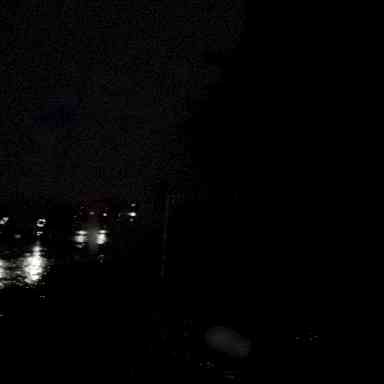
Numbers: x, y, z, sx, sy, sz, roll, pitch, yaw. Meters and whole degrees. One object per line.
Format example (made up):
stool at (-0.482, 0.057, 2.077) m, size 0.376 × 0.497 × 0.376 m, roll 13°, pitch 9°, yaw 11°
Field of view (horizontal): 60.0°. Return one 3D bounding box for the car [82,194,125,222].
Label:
car at (-7.424, 1.241, 27.364) m, size 2.150 × 2.045 × 5.566 m, roll 3°, pitch -1°, yaw -1°

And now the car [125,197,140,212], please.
car at (-7.561, 1.418, 40.111) m, size 2.097 × 1.767 × 4.553 m, roll 3°, pitch 0°, yaw 0°

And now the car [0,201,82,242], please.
car at (-7.290, 1.288, 16.160) m, size 2.097 × 1.767 × 4.553 m, roll 3°, pitch 0°, yaw -1°
